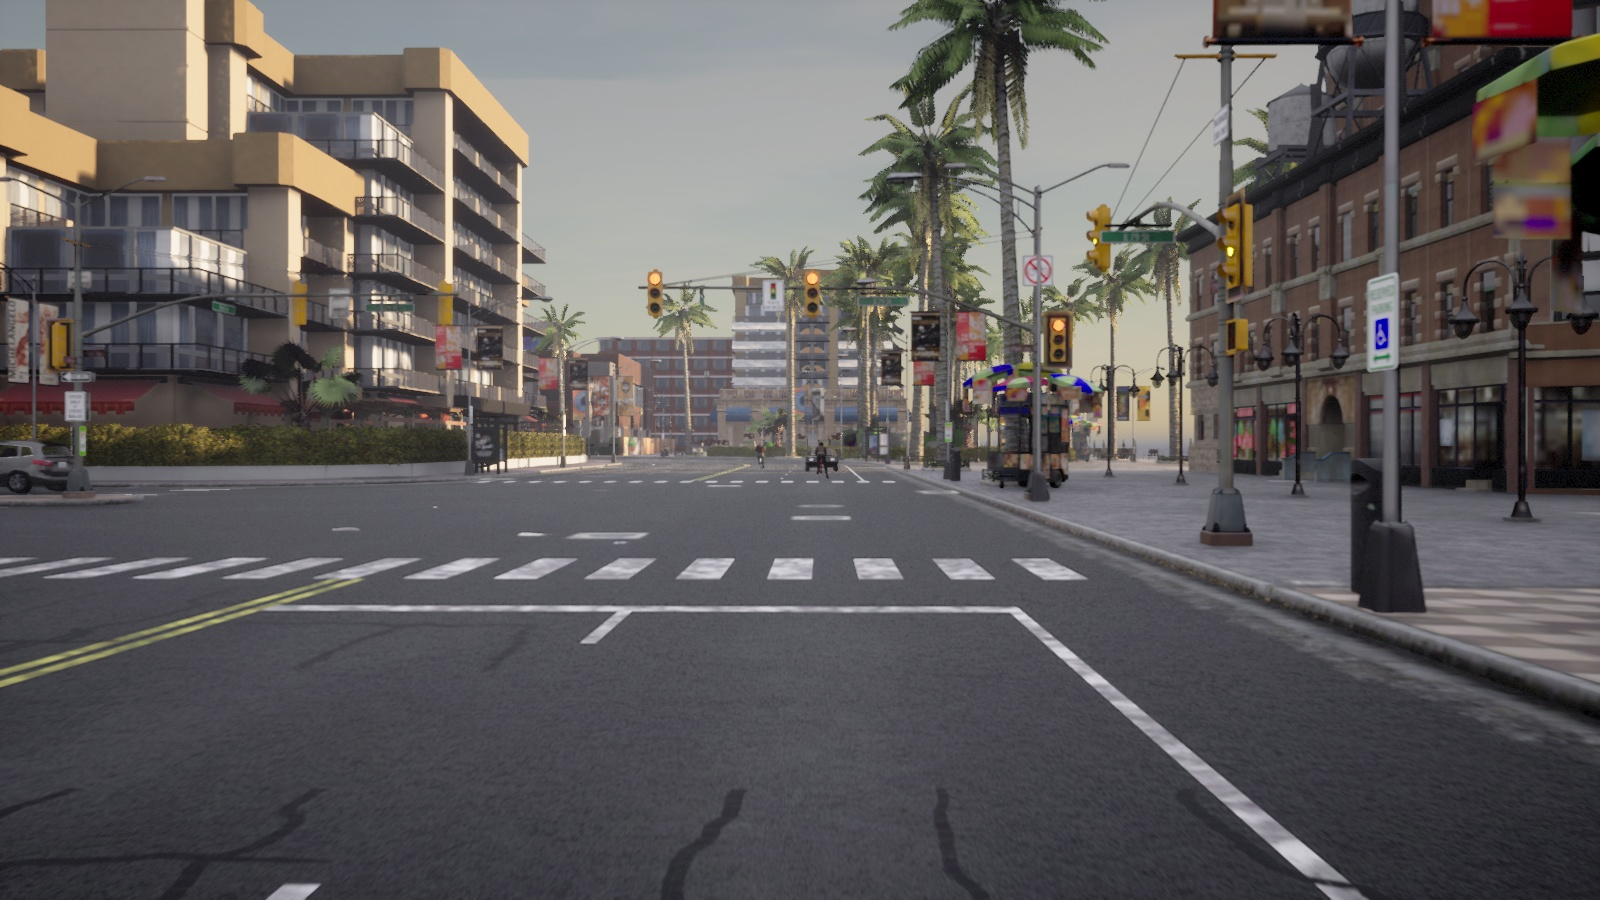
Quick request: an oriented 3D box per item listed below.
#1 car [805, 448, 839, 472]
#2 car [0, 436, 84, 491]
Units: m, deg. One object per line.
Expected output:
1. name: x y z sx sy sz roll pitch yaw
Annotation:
1. car: 1.243 0.558 71.933 1.895 1.301 4.718 0 0 0
2. car: -25.656 0.409 39.806 4.611 1.667 2.242 0 0 0
